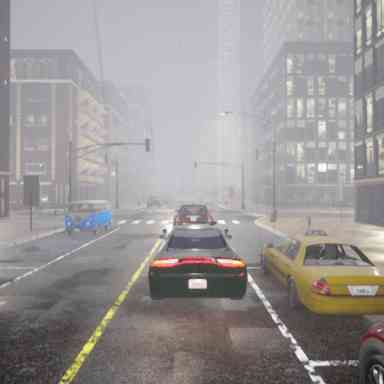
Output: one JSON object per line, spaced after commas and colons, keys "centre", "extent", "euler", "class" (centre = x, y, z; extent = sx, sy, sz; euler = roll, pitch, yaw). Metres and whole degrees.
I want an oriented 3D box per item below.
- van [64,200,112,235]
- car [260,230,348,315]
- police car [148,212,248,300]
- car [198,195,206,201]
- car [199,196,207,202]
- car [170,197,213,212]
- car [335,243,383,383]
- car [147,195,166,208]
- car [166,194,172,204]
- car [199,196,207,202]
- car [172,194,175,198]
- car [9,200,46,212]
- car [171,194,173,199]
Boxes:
{"centre": [-5.660, 1.353, 18.454], "extent": [1.690, 1.788, 3.998], "euler": [1, 0, 0], "class": "van"}
{"centre": [2.707, 1.527, 7.578], "extent": [1.752, 1.417, 4.829], "euler": [1, 0, 0], "class": "car"}
{"centre": [0.102, 1.507, 8.506], "extent": [2.038, 1.542, 4.974], "euler": [0, 0, 0], "class": "police car"}
{"centre": [2.692, 1.680, 90.499], "extent": [1.967, 1.590, 4.097], "euler": [0, 0, 0], "class": "car"}
{"centre": [2.692, 1.778, 84.836], "extent": [1.947, 1.339, 4.313], "euler": [0, 0, 0], "class": "car"}
{"centre": [0.085, 1.364, 18.616], "extent": [2.097, 1.767, 4.553], "euler": [0, 0, 0], "class": "car"}
{"centre": [2.706, 1.440, 1.883], "extent": [1.967, 1.590, 4.097], "euler": [1, 0, 0], "class": "car"}
{"centre": [-5.684, 1.394, 50.859], "extent": [2.192, 1.841, 5.009], "euler": [0, 0, 0], "class": "car"}
{"centre": [-5.687, 1.701, 67.846], "extent": [1.947, 1.339, 4.313], "euler": [0, 0, 0], "class": "car"}
{"centre": [2.692, 1.711, 79.342], "extent": [1.752, 1.417, 4.829], "euler": [0, 0, 0], "class": "car"}
{"centre": [-5.687, 1.625, 79.172], "extent": [1.967, 1.590, 4.097], "euler": [0, 0, 0], "class": "car"}
{"centre": [-19.055, 1.528, 37.861], "extent": [4.507, 1.381, 1.887], "euler": [0, -1, 0], "class": "car"}
{"centre": [-5.688, 1.741, 73.509], "extent": [1.802, 1.307, 4.206], "euler": [0, 0, 0], "class": "car"}
